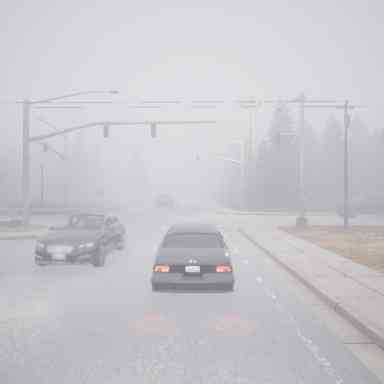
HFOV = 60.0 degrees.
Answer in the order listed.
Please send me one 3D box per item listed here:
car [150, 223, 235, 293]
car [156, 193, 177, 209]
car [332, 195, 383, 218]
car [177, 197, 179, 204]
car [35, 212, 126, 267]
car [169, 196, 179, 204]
[{"bbox_3d":[0.034,1.545,9.000,2.033,1.411,5.357,0,0,1],"label":"car"},{"bbox_3d":[-3.677,1.221,45.653,2.150,2.045,5.566,0,0,0],"label":"car"},{"bbox_3d":[15.547,1.248,29.646,5.566,2.045,2.150,0,0,1],"label":"car"},{"bbox_3d":[-3.665,1.352,55.663,2.097,1.767,4.553,0,0,0],"label":"car"},{"bbox_3d":[-3.539,1.476,11.371,2.128,1.511,4.902,0,0,1],"label":"car"},{"bbox_3d":[-3.540,1.526,65.937,1.812,1.442,4.674,0,0,1],"label":"car"}]
